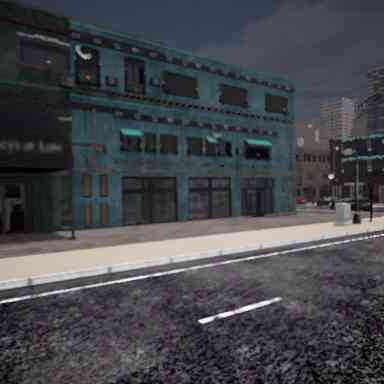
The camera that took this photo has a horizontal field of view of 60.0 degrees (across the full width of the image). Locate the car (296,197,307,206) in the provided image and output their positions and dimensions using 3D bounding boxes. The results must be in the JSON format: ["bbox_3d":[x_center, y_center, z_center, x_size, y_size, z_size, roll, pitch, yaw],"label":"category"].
[{"bbox_3d":[16.322,1.485,52.764,1.802,1.307,4.206,-2,1,-35],"label":"car"}]

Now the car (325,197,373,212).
[{"bbox_3d":[17.441,1.475,36.526,1.947,1.339,4.313,-2,1,-35],"label":"car"}]

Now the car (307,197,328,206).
[{"bbox_3d":[19.530,1.390,48.253,2.008,1.369,4.403,-2,1,-35],"label":"car"}]
